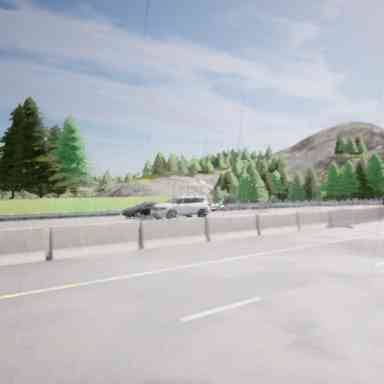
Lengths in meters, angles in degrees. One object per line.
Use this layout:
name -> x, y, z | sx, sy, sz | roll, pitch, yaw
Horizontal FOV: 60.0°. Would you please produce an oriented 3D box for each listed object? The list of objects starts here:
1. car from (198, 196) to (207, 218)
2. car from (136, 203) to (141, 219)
car -> -0.902, 1.372, 29.569 | 5.566, 2.045, 2.150 | 0, 0, -37
car -> -4.215, 1.683, 31.452 | 4.892, 1.490, 1.837 | 0, 0, -37
